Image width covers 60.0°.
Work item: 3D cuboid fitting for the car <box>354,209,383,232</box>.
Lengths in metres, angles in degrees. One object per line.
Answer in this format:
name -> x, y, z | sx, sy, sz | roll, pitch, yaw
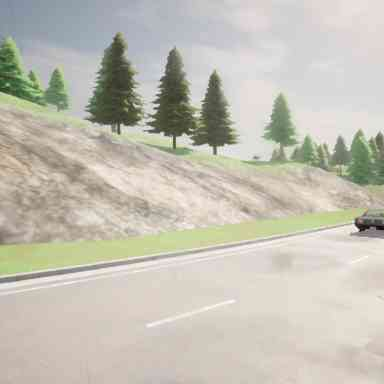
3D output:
car -> 11.011, 1.601, 18.936 | 1.895, 1.301, 4.718 | 0, 0, 45
